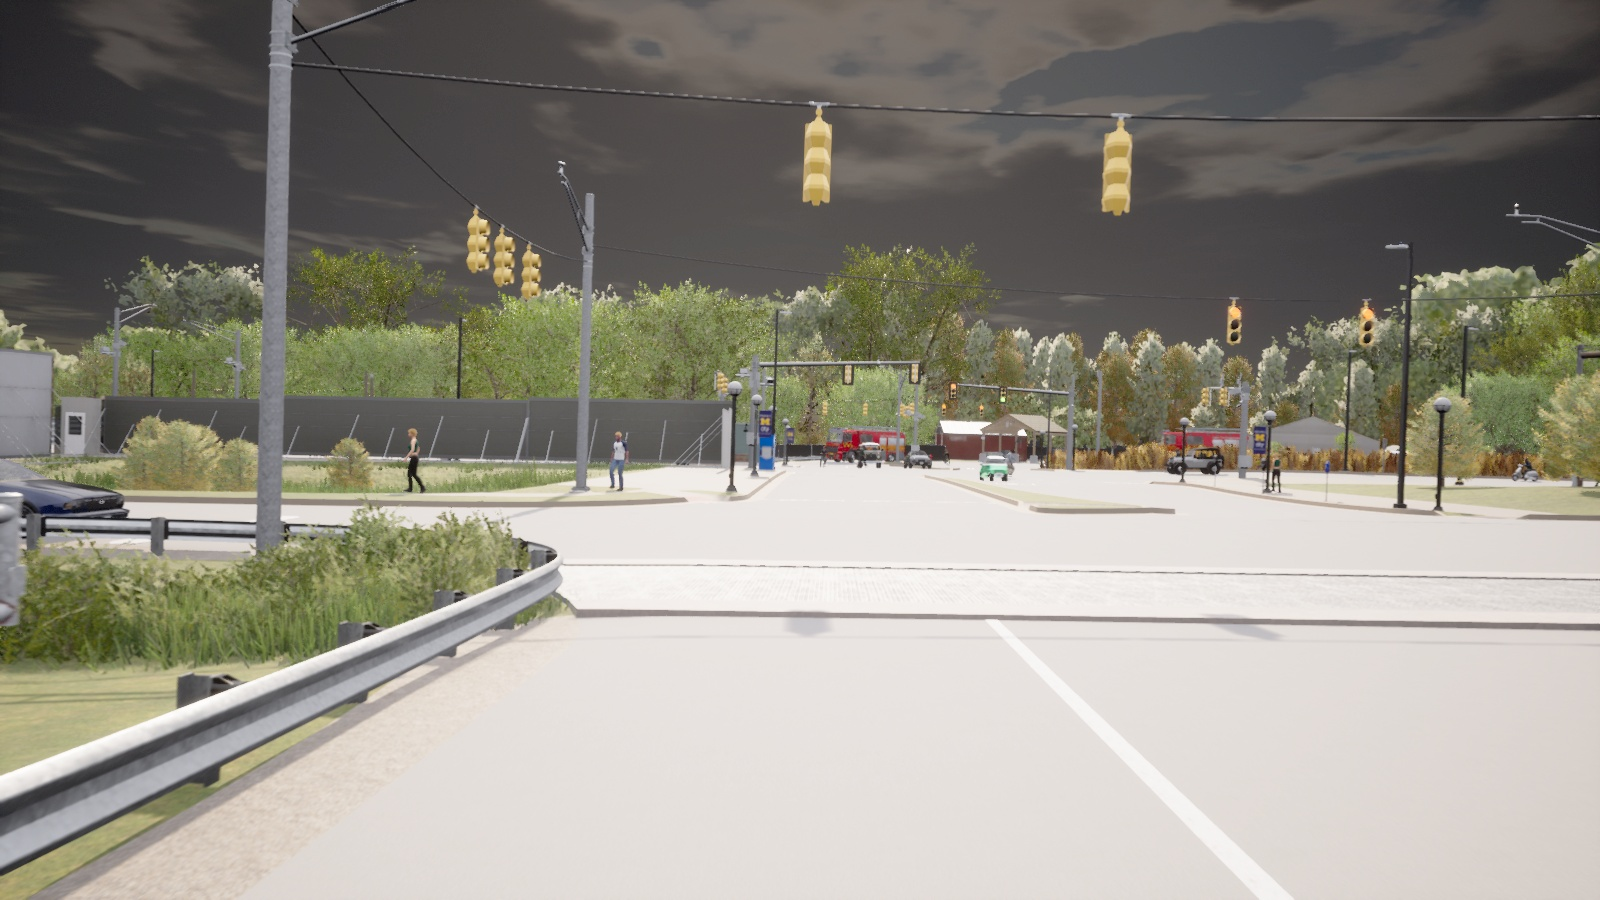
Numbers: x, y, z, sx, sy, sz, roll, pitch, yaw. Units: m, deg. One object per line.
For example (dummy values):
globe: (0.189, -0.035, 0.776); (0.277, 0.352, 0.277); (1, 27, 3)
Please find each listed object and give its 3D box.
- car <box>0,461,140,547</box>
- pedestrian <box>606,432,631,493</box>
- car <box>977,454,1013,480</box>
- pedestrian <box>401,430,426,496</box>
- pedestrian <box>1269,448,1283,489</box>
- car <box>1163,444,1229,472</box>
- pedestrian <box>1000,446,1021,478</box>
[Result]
car: (-15.149, 0.929, 22.736); (5.357, 1.411, 2.033); (1, 1, 2)
pedestrian: (-5.565, 0.368, 38.526); (0.354, 1.836, 0.706); (2, 1, 28)
car: (10.539, 0.911, 67.831); (1.481, 1.376, 2.207); (1, 0, -3)
pedestrian: (-10.952, 0.371, 35.565); (0.594, 1.836, 0.345); (1, 1, -5)
pedestrian: (21.638, 0.821, 57.114); (0.345, 1.836, 0.594); (1, 1, 1)
car: (27.064, 0.522, 85.909); (3.866, 1.878, 1.905); (0, 1, 0)
pedestrian: (12.539, 0.690, 74.825); (0.900, 1.855, 0.874); (1, 1, -10)
